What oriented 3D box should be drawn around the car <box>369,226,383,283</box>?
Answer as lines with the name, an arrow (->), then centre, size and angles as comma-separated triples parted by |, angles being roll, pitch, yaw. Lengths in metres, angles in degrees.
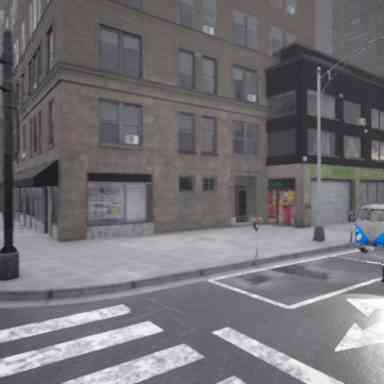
car -> 6.332, 1.549, 7.890 | 4.181, 1.385, 1.994 | 0, 0, -35

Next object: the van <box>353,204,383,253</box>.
van -> 7.564, 1.321, 12.171 | 3.998, 1.788, 1.690 | 0, 0, -36
